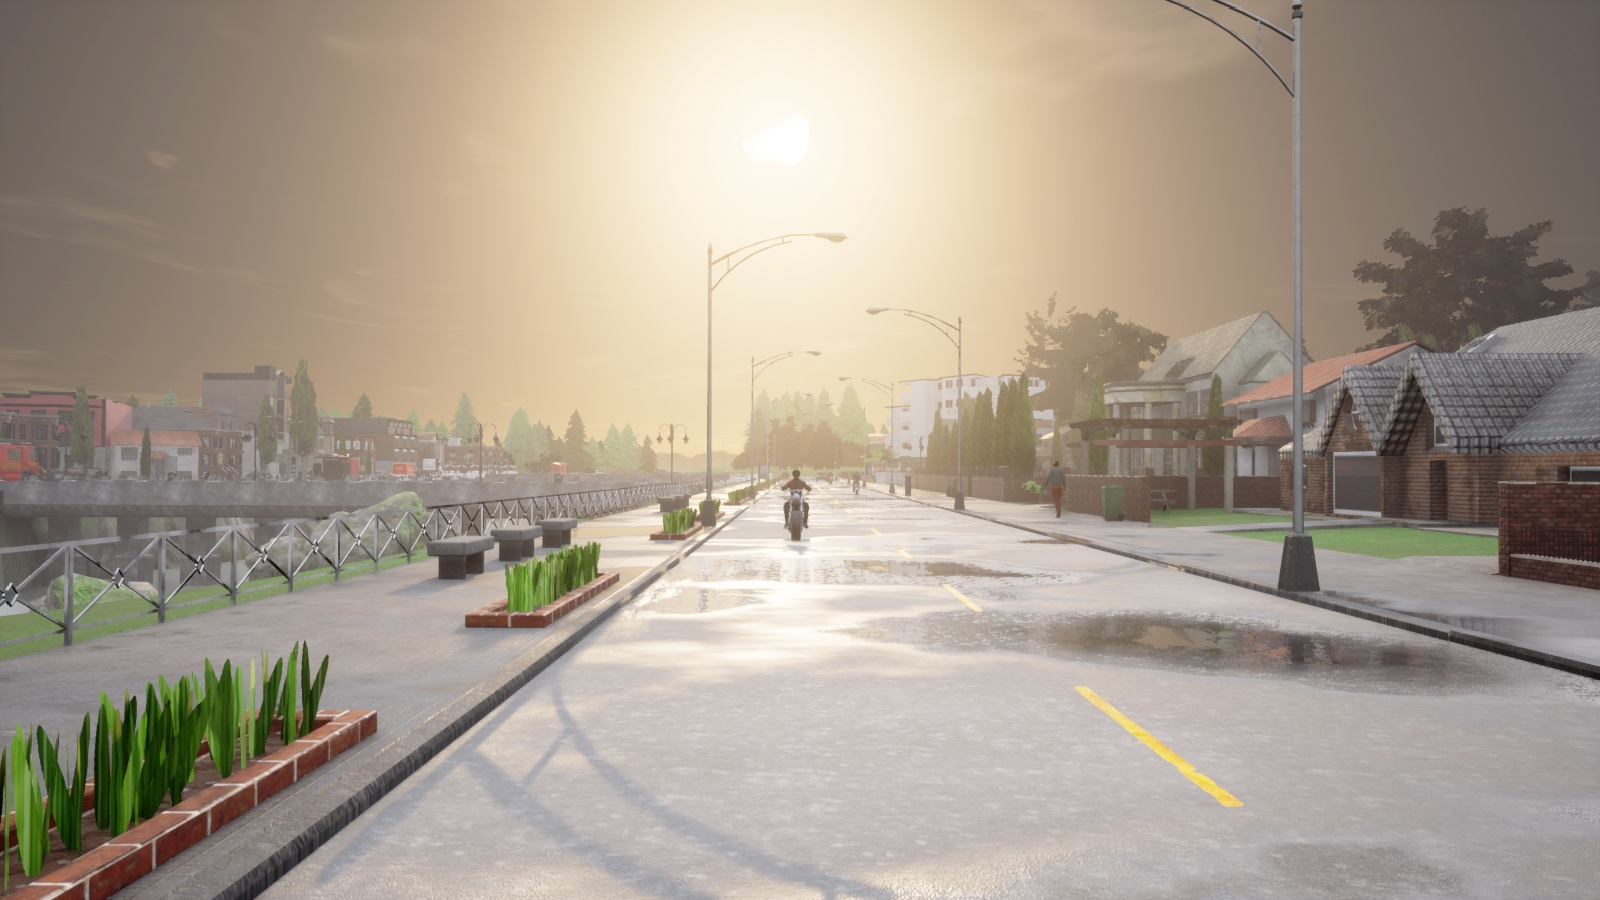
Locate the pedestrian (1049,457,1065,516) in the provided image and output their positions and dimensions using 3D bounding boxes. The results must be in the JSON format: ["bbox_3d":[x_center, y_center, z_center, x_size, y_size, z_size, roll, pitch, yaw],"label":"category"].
[{"bbox_3d":[8.164,1.160,39.877,0.353,1.847,0.614,0,-1,-1],"label":"pedestrian"}]

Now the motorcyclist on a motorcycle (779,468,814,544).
[{"bbox_3d":[-0.077,1.247,28.733,0.766,1.649,2.350,0,-1,0],"label":"motorcyclist on a motorcycle"}]
